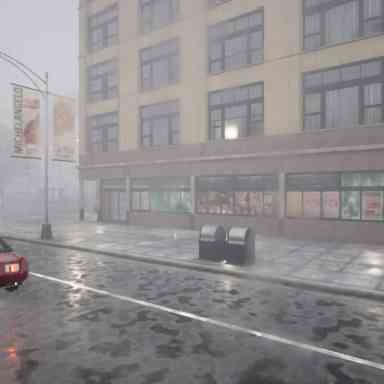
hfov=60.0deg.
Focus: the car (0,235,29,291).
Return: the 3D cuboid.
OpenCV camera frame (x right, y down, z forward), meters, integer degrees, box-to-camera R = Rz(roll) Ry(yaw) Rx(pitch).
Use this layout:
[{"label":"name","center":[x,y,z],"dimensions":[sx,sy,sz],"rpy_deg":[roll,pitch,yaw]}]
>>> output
[{"label":"car","center":[-5.642,1.601,8.113],"dimensions":[1.895,1.301,4.718],"rpy_deg":[0,0,-42]}]
